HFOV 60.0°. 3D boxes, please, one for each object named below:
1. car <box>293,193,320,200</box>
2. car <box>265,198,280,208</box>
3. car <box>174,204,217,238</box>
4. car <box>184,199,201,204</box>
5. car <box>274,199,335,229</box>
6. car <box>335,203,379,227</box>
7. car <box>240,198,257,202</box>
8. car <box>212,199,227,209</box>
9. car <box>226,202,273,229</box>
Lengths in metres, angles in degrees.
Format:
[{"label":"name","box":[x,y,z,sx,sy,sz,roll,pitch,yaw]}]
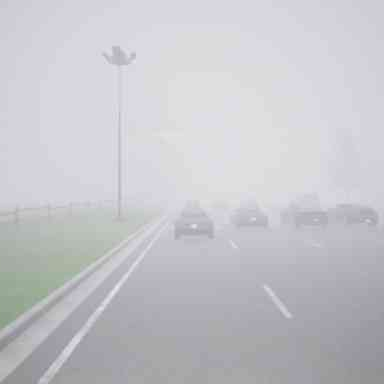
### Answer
[{"label":"car","box":[14.096,1.189,41.440,2.150,2.045,5.566,0,0,0]},{"label":"car","box":[10.579,1.492,42.542,1.812,1.442,4.674,0,0,0]},{"label":"car","box":[0.098,1.550,17.542,1.994,1.385,4.181,0,0,0]},{"label":"car","box":[0.097,1.517,37.798,2.033,1.411,5.357,0,0,0]},{"label":"car","box":[7.098,1.461,21.599,1.882,1.535,5.008,0,0,0]},{"label":"car","box":[10.598,1.487,22.449,1.837,1.490,4.892,0,0,0]},{"label":"car","box":[7.096,1.458,41.972,2.128,1.511,4.902,0,0,0]},{"label":"car","box":[3.596,1.530,42.734,1.994,1.385,4.181,0,0,0]},{"label":"car","box":[3.598,1.547,21.516,1.994,1.385,4.181,0,0,0]}]
